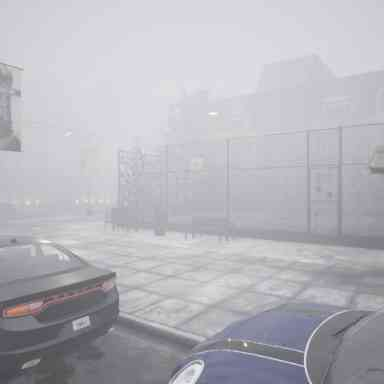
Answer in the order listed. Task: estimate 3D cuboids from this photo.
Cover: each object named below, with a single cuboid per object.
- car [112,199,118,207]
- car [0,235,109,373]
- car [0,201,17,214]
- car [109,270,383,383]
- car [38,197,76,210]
[{"bbox_3d":[-9.800,1.352,49.631,2.097,1.767,4.553,0,0,35],"label":"car"},{"bbox_3d":[-3.394,1.480,5.556,5.008,1.535,2.097,0,0,35],"label":"car"},{"bbox_3d":[-20.888,1.547,33.889,2.033,1.411,5.357,0,0,35],"label":"car"},{"bbox_3d":[1.917,1.354,1.937,4.553,1.767,2.185,0,0,35],"label":"car"},{"bbox_3d":[-17.871,1.504,44.240,1.837,1.490,4.892,0,0,35],"label":"car"}]
